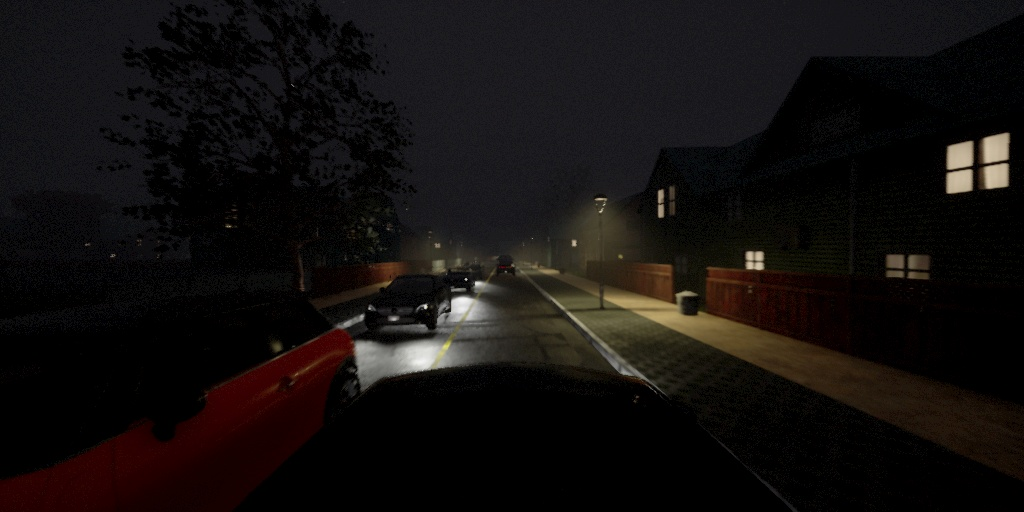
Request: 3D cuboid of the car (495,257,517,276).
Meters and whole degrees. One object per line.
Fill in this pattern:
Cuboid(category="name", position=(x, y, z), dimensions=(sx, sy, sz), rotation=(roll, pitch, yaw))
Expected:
Cuboid(category="car", position=(-0.621, 1.188, 35.692), dimensions=(1.837, 1.490, 4.892), rotation=(-1, 0, -1))

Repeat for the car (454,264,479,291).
Cuboid(category="car", position=(-3.243, 1.352, 21.547), dimensions=(1.895, 1.301, 4.718), rotation=(-1, 0, -1))

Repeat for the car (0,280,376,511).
Cuboid(category="car", position=(-2.821, 1.141, 2.381), dimensions=(2.097, 1.767, 4.553), rotation=(-1, 0, -1))

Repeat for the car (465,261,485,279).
Cuboid(category="car", position=(-3.434, 1.222, 31.836), dimensions=(2.128, 1.511, 4.902), rotation=(-1, 0, -1))

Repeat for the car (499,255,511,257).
Cuboid(category="car", position=(-0.914, 0.881, 48.363), dimensions=(2.150, 2.045, 5.566), rotation=(-1, 0, -1))

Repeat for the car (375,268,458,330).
Cuboid(category="car", position=(-3.017, 1.297, 11.326), dimensions=(1.812, 1.442, 4.674), rotation=(-1, 0, -1))
